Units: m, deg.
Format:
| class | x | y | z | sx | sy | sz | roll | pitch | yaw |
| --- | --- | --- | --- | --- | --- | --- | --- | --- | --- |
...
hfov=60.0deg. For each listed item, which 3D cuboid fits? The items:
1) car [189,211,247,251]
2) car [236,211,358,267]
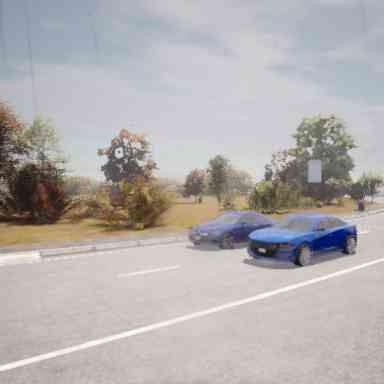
| class | x | y | z | sx | sy | sz | roll | pitch | yaw |
| --- | --- | --- | --- | --- | --- | --- | --- | --- | --- |
| car | 1.992 | 1.572 | 14.631 | 4.674 | 1.442 | 1.812 | 0 | 0 | -40 |
| car | 4.043 | 1.517 | 11.793 | 5.008 | 1.535 | 1.882 | 0 | 0 | -40 |
